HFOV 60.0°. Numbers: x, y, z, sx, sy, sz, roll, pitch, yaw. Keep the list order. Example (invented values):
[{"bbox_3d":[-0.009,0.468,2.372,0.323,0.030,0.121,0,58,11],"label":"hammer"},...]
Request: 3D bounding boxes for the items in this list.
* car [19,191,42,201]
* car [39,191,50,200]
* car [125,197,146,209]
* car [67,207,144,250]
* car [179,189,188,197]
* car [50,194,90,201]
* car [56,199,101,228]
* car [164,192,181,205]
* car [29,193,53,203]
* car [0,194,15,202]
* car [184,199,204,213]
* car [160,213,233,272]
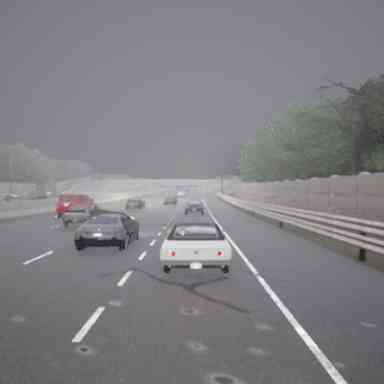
[{"bbox_3d":[-24.252,0.958,51.116,2.150,2.045,5.566,0,1,1],"label":"car"},{"bbox_3d":[-20.768,1.096,50.618,2.097,1.767,4.553,0,1,1],"label":"car"},{"bbox_3d":[-6.716,1.387,39.925,2.128,1.511,4.902,0,1,0],"label":"car"},{"bbox_3d":[-3.472,1.553,14.273,1.994,1.385,4.181,0,0,0],"label":"car"},{"bbox_3d":[-2.742,0.568,83.878,1.812,1.442,4.674,0,1,1],"label":"car"},{"bbox_3d":[-10.303,1.189,29.961,2.150,2.045,5.566,0,0,0],"label":"car"},{"bbox_3d":[-6.839,1.473,21.839,2.128,1.511,4.902,0,0,0],"label":"car"},{"bbox_3d":[-3.205,1.223,51.320,2.128,1.511,4.902,0,1,1],"label":"car"},{"bbox_3d":[-27.602,1.046,60.920,2.128,1.511,4.902,0,1,1],"label":"car"},{"bbox_3d":[-31.196,1.168,54.835,1.837,1.490,4.892,0,1,1],"label":"car"},{"bbox_3d":[0.238,1.472,34.074,1.812,1.442,4.674,0,0,0],"label":"car"},{"bbox_3d":[0.118,1.592,10.704,1.895,1.301,4.718,0,0,0],"label":"car"}]
